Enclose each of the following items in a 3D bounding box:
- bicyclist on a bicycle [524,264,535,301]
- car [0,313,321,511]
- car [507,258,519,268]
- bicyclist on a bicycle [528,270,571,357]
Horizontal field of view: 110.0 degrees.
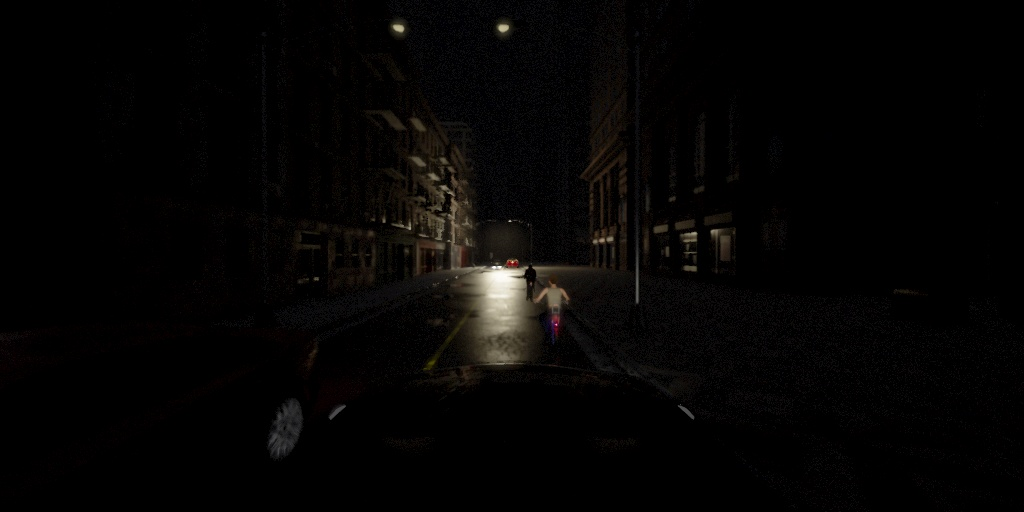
[{"bbox_3d":[0.824,1.204,15.898,0.582,1.620,1.656,0,0,0],"label":"bicyclist on a bicycle"},{"bbox_3d":[-3.100,1.227,2.004,1.882,1.535,5.008,0,0,0],"label":"car"},{"bbox_3d":[0.091,1.185,63.858,2.097,1.767,4.553,0,0,0],"label":"car"},{"bbox_3d":[0.863,1.186,7.580,0.866,1.612,1.509,0,0,0],"label":"bicyclist on a bicycle"}]
